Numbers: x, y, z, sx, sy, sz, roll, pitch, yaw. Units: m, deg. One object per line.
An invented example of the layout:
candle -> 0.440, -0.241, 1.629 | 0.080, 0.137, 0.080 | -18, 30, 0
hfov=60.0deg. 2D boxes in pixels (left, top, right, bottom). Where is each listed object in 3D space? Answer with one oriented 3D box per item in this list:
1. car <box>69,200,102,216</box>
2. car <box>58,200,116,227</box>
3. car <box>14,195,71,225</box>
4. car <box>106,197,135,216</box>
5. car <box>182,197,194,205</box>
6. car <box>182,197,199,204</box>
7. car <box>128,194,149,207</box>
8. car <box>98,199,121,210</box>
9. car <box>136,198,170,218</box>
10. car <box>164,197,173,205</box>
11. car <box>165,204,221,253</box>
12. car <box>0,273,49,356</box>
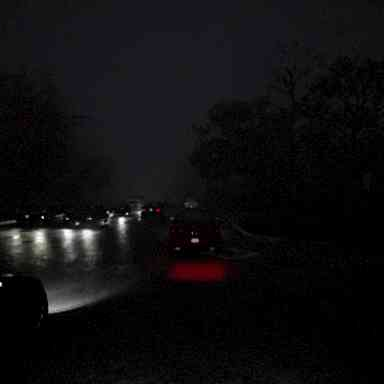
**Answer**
car -> -10.676, 1.571, 33.680 | 1.994, 1.385, 4.181 | 0, 0, -1
car -> -7.083, 1.552, 23.068 | 2.033, 1.411, 5.357 | 0, 0, -1
car -> -10.592, 1.227, 24.293 | 2.150, 2.045, 5.566 | 0, 0, 2
car -> -7.167, 1.533, 32.646 | 1.812, 1.442, 4.674 | 0, 0, 0
car -> -0.785, 1.578, 60.623 | 1.994, 1.385, 4.181 | 0, 0, -2
car -> -0.100, 1.535, 41.757 | 1.812, 1.442, 4.674 | 0, 0, -1
car -> -7.278, 1.231, 43.279 | 2.150, 2.045, 5.566 | 0, 0, -1
car -> -10.779, 1.610, 43.702 | 1.895, 1.301, 4.718 | 0, 0, -1
car -> -3.442, 1.554, 30.237 | 2.033, 1.411, 5.357 | 0, 0, 0
car -> -4.036, 1.560, 54.192 | 2.033, 1.411, 5.357 | 0, 0, -2
car -> 0.103, 1.481, 13.736 | 1.882, 1.535, 5.008 | 0, 0, 0
car -> -3.400, 1.565, 3.928 | 1.994, 1.385, 4.181 | 0, 0, 0
